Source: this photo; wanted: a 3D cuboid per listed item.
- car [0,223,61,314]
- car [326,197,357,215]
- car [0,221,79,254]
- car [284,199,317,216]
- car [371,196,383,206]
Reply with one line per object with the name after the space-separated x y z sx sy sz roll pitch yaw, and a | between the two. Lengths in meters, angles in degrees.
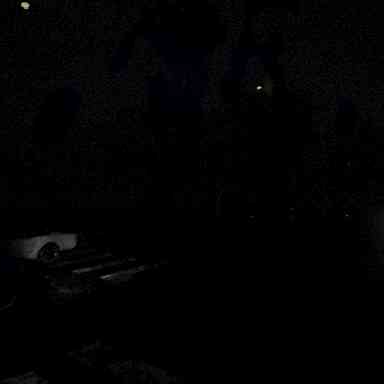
-5.132 1.527 5.233 2.033 1.411 5.357 0 0 36 | car
14.260 1.413 31.489 1.895 1.301 4.718 0 0 36 | car
-5.751 1.539 9.364 1.895 1.301 4.718 0 1 36 | car
10.043 1.382 30.737 1.994 1.385 4.181 0 0 37 | car
28.690 1.411 51.023 1.812 1.442 4.674 0 -1 36 | car
